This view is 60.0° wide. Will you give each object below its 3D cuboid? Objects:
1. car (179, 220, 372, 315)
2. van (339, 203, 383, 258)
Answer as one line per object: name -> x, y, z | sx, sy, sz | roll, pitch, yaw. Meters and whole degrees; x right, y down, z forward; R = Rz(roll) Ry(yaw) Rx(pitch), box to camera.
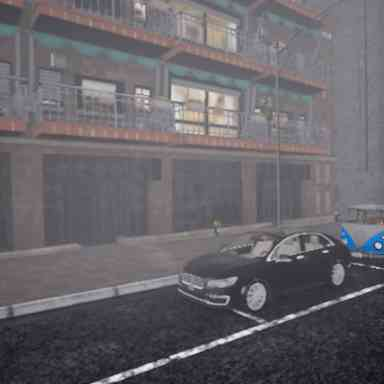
car -> 1.765, 1.496, 7.341 | 4.403, 1.369, 2.008 | -1, 0, -35
van -> 6.377, 1.232, 10.604 | 3.998, 1.788, 1.690 | -1, 0, -35
